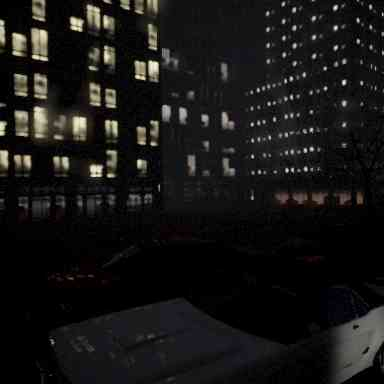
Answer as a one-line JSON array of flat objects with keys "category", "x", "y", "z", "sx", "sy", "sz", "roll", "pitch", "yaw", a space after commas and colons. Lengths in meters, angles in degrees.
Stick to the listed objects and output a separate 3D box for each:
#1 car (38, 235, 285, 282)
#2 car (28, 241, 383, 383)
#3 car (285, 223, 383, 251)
[{"category": "car", "x": -0.556, "y": 1.541, "z": 6.181, "sx": 4.507, "sy": 1.381, "sz": 1.887, "roll": 0, "pitch": -1, "yaw": -35}, {"category": "car", "x": 0.786, "y": 1.597, "z": 3.940, "sx": 4.718, "sy": 1.301, "sz": 1.895, "roll": 0, "pitch": 0, "yaw": -36}, {"category": "car", "x": 4.021, "y": 1.570, "z": 9.449, "sx": 4.206, "sy": 1.307, "sz": 1.802, "roll": 0, "pitch": -1, "yaw": -35}]
